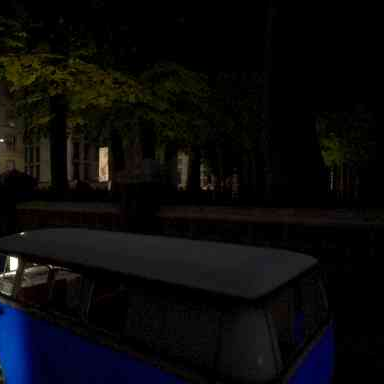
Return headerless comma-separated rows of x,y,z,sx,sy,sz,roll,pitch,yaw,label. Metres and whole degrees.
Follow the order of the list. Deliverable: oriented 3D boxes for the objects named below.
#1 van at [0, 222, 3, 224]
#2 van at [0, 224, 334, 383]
-5.278,1.340,6.657,3.998,1.788,1.690,0,0,36,van
-0.687,1.341,3.351,3.998,1.788,1.690,0,0,36,van
